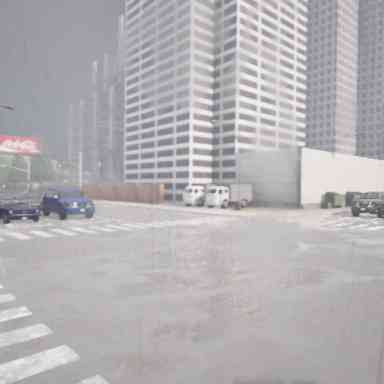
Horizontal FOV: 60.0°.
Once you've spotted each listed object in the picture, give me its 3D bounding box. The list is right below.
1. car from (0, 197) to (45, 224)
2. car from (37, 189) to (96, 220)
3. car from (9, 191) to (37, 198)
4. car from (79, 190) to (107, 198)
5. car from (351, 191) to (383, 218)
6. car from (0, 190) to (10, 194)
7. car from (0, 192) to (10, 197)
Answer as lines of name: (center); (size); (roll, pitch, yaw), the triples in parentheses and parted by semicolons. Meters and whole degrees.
car: (-11.249, 1.194, 21.202); (1.895, 1.301, 4.718); (0, 1, -41)
car: (-8.985, 0.796, 23.933); (2.150, 2.045, 5.566); (0, 1, -41)
car: (-15.330, 0.898, 31.233); (1.837, 1.490, 4.892); (0, 1, -41)
car: (-19.783, 0.281, 66.495); (4.902, 1.511, 2.128); (0, 1, -41)
car: (14.988, 0.942, 26.895); (5.566, 2.045, 2.150); (0, 1, -41)
car: (-22.056, 0.552, 39.005); (2.097, 1.767, 4.553); (0, 1, -41)
car: (-17.575, 0.960, 28.478); (2.033, 1.411, 5.357); (0, 1, -41)
